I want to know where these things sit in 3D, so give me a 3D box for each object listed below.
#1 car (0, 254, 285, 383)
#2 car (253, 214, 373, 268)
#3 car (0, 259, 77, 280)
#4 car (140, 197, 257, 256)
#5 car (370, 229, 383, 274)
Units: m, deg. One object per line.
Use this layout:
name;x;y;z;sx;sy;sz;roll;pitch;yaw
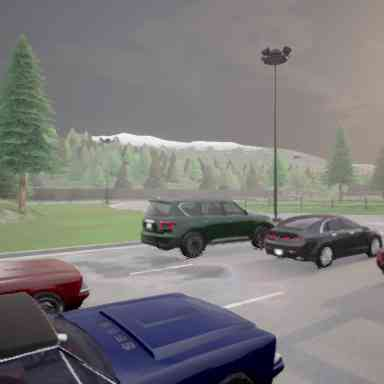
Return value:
car;-1.415;1.601;2.736;4.718;1.301;1.895;0;0;-35
car;4.553;1.507;11.288;4.892;1.490;1.837;-1;0;-35
car;-4.118;1.601;5.109;4.718;1.301;1.895;0;0;-35
car;0.728;1.224;12.875;5.566;2.045;2.150;0;0;-35
car;6.843;1.601;8.618;4.718;1.301;1.895;0;0;-35
